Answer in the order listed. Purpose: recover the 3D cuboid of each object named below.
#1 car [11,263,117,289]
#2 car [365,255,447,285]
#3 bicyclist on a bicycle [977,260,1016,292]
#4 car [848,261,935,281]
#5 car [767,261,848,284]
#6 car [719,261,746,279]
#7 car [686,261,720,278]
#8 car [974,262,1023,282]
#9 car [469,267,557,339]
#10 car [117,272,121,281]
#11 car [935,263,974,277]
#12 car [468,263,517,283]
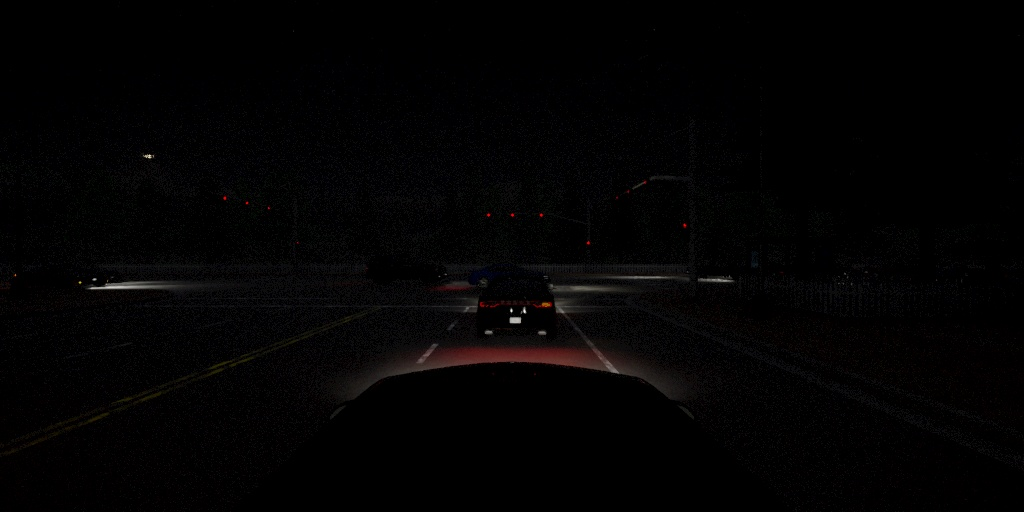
[{"bbox_3d":[-27.661,1.258,22.054,4.181,1.385,1.994,0,0,0],"label":"car"},{"bbox_3d":[-7.482,0.942,25.455,5.566,2.045,2.150,0,0,1],"label":"car"},{"bbox_3d":[22.821,0.995,17.011,0.582,1.620,1.656,0,0,0],"label":"bicyclist on a bicycle"},{"bbox_3d":[29.988,1.172,28.739,5.008,1.535,1.882,0,0,3],"label":"car"},{"bbox_3d":[20.492,1.258,25.308,4.181,1.385,1.994,0,0,0],"label":"car"},{"bbox_3d":[20.235,1.242,29.010,5.357,1.411,2.033,0,0,-1],"label":"car"},{"bbox_3d":[18.417,1.186,32.487,4.902,1.511,2.128,0,0,1],"label":"car"},{"bbox_3d":[39.925,1.172,27.570,5.008,1.535,1.882,0,0,14],"label":"car"},{"bbox_3d":[0.173,1.228,10.149,1.882,1.535,5.008,0,0,2],"label":"car"},{"bbox_3d":[-30.820,1.221,25.548,4.674,1.442,1.812,0,0,0],"label":"car"},{"bbox_3d":[37.672,1.295,31.591,4.718,1.301,1.895,0,0,9],"label":"car"},{"bbox_3d":[-0.189,1.209,21.923,5.008,1.535,1.882,0,0,0],"label":"car"}]
